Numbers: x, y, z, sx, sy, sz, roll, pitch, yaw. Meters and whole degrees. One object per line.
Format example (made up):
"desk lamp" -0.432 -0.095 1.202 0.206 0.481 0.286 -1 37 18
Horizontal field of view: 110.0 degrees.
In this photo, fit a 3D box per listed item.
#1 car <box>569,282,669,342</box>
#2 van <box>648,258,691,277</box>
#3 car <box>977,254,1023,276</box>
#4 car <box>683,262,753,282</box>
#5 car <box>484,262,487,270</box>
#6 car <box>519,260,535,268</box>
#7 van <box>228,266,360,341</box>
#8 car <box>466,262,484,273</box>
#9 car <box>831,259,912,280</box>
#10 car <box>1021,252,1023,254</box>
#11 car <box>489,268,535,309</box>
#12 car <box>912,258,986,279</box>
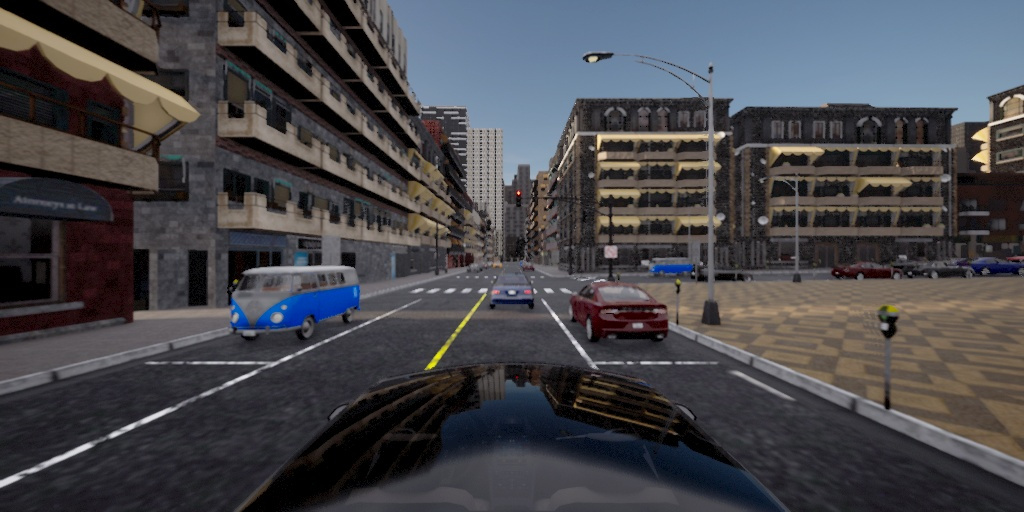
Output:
"car" 2.687 1.370 9.870 1.888 1.381 4.507 0 0 0
"van" 15.650 1.100 35.467 3.998 1.789 1.690 0 0 -1
"car" 39.951 0.853 30.123 5.008 1.535 1.882 -1 0 -1
"car" 15.769 1.316 27.087 4.313 1.339 1.948 0 0 -1
"car" -5.700 1.865 58.870 1.948 1.339 4.313 0 0 0
"car" 2.680 1.739 58.867 1.967 1.591 4.097 0 0 0
"van" -5.693 1.166 9.870 1.690 1.789 3.998 0 0 0
"car" -5.699 1.794 53.343 2.007 1.370 4.403 0 0 0
"car" 26.905 1.121 27.247 4.507 1.381 1.888 0 0 -1
"car" 49.130 0.442 33.261 5.566 2.045 2.150 -1 0 -1
"car" -0.001 1.428 15.834 2.033 1.411 5.357 0 -1 0
"car" 32.473 1.039 27.327 4.403 1.370 2.007 0 0 -1
